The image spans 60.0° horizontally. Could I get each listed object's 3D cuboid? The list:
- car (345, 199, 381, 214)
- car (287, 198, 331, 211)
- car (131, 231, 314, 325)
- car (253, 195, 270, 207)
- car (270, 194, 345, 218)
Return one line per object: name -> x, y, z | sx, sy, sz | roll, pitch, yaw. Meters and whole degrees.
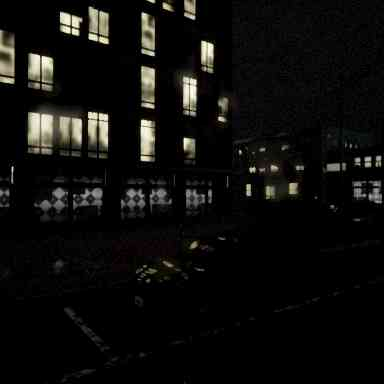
car -> 16.116, 1.372, 32.266 | 1.887, 1.381, 4.507 | 1, 0, -36
car -> 12.834, 1.340, 36.736 | 1.802, 1.307, 4.206 | 1, 0, -36
car -> 0.839, 1.566, 7.152 | 4.313, 1.339, 1.947 | 0, 0, -35
car -> 9.553, 1.130, 41.208 | 1.967, 1.590, 4.097 | 1, 0, -36
car -> 9.367, 1.101, 27.307 | 2.192, 1.841, 5.009 | 1, 0, -36
